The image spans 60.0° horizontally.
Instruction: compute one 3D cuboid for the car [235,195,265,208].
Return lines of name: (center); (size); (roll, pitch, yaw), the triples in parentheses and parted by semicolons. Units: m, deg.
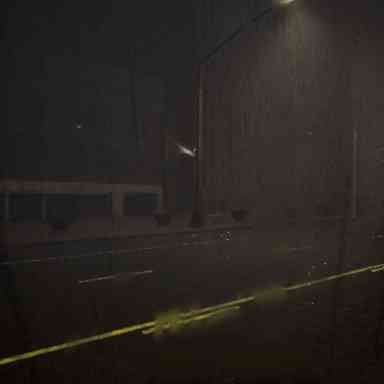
car: (9.376, 1.505, 54.318); (2.150, 2.045, 5.566); (1, -1, -35)
